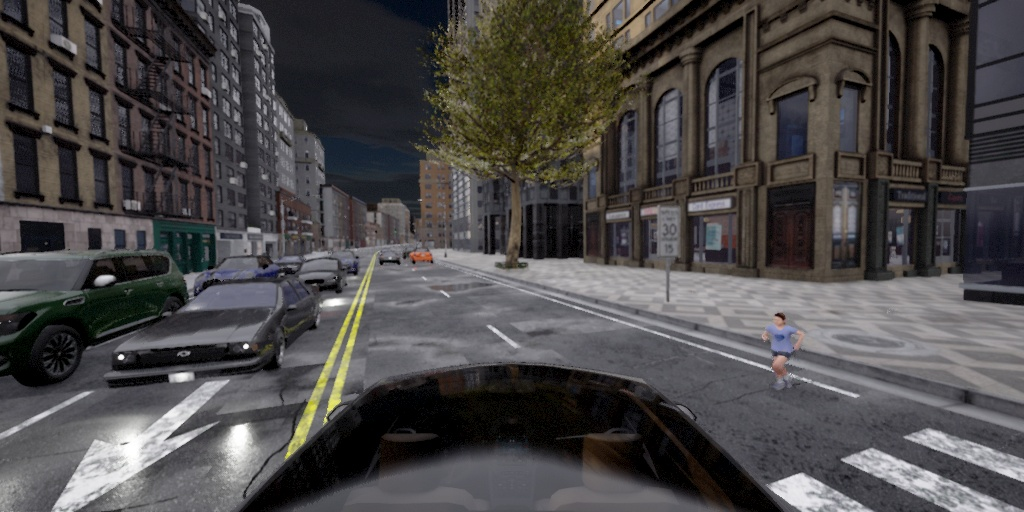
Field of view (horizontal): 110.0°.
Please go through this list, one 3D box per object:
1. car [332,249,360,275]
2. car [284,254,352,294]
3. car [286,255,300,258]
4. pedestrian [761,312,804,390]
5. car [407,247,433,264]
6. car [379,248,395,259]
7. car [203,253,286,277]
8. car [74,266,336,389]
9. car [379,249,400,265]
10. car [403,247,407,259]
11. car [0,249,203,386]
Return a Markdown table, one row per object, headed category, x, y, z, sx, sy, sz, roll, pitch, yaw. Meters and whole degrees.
| category | x | y | z | sx | sy | sz | roll | pitch | yaw |
| --- | --- | --- | --- | --- | --- | --- | --- | --- | --- |
| car | -12.035 | 0.405 | 25.529 | 2.097 | 1.767 | 4.553 | -2 | 2 | -20 |
| car | -8.690 | 0.849 | 16.485 | 1.837 | 1.490 | 4.892 | -2 | 2 | -20 |
| car | -15.245 | 0.673 | 24.847 | 2.033 | 1.411 | 5.357 | -2 | 2 | -20 |
| pedestrian | 3.672 | 1.253 | 4.868 | 0.500 | 1.100 | 0.500 | -2 | 3 | -20 |
| car | -9.895 | -0.144 | 38.886 | 2.097 | 1.767 | 4.553 | -2 | 2 | -20 |
| car | -18.349 | -0.371 | 52.472 | 2.033 | 1.411 | 5.357 | -2 | 2 | -20 |
| car | -11.950 | 0.765 | 15.918 | 2.097 | 1.767 | 4.553 | -2 | 2 | -20 |
| car | -5.276 | 1.174 | 7.366 | 2.033 | 1.411 | 5.357 | -2 | 2 | -18 |
| car | -13.030 | 0.141 | 38.123 | 1.994 | 1.385 | 4.181 | -2 | 2 | -20 |
| car | -14.410 | -0.560 | 51.019 | 2.097 | 1.767 | 4.553 | -2 | 3 | -19 |
| car | -8.580 | 0.919 | 6.812 | 2.150 | 2.045 | 5.566 | -2 | 2 | -20 |
